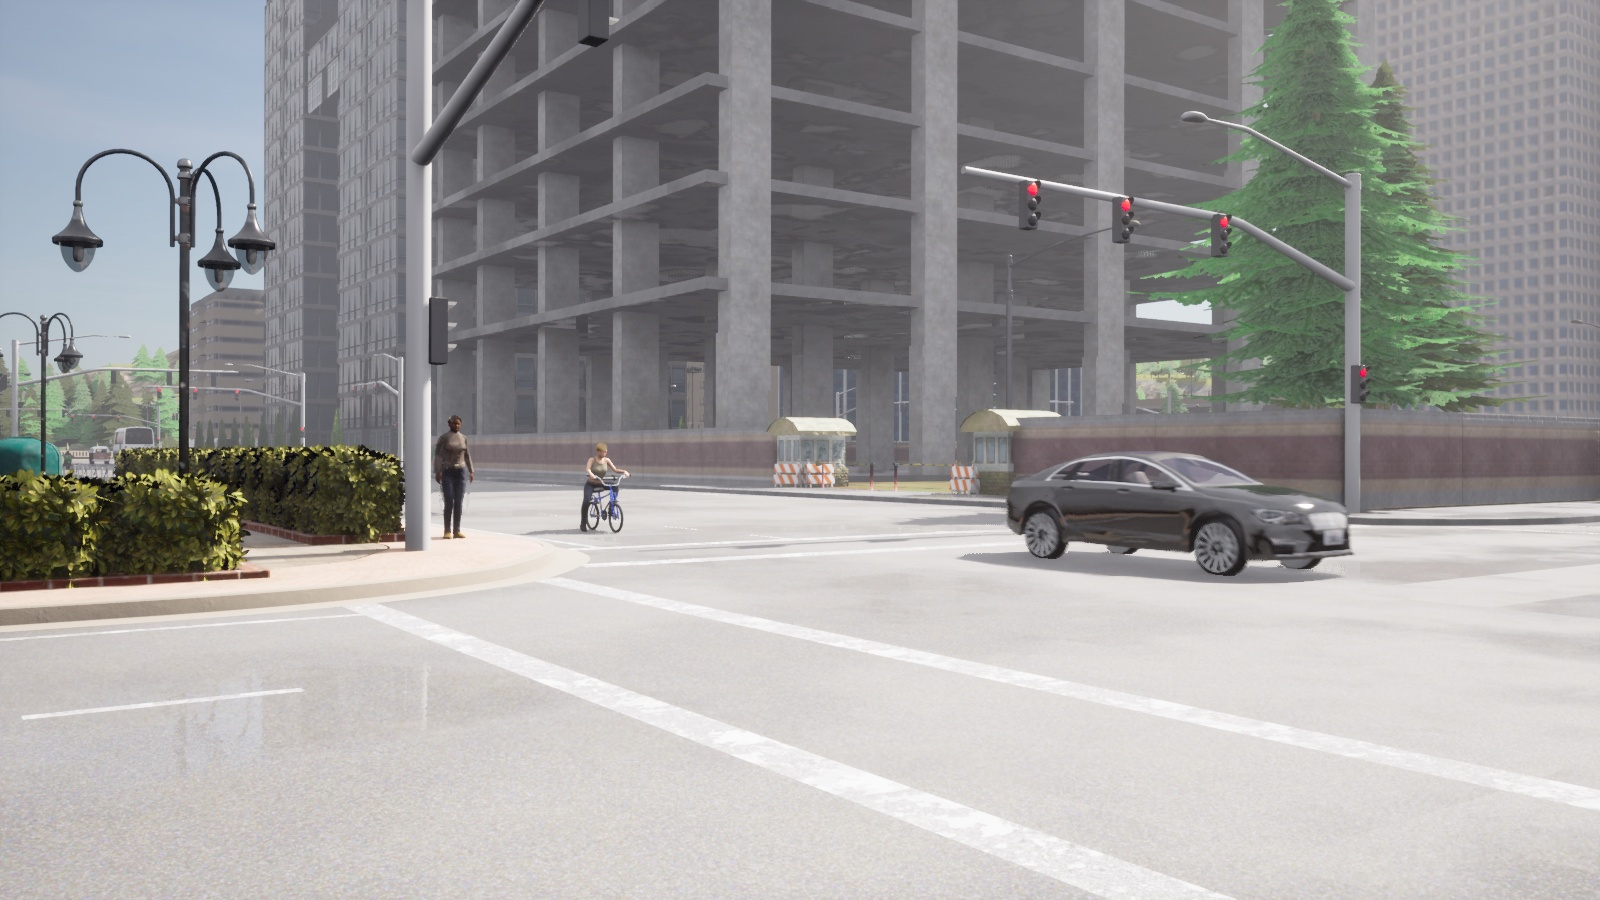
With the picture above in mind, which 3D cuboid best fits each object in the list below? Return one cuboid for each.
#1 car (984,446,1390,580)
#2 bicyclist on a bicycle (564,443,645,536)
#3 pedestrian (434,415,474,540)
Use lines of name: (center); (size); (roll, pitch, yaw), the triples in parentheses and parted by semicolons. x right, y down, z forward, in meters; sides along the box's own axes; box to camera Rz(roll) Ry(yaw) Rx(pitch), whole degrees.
car: (4.951, 0.717, 16.794); (2.128, 1.511, 4.902); (0, 0, -35)
bicyclist on a bicycle: (-3.550, 0.689, 22.760); (0.866, 1.612, 1.509); (0, 0, -35)
pedestrian: (-5.117, 0.400, 18.540); (0.328, 1.805, 0.869); (0, 0, -33)
